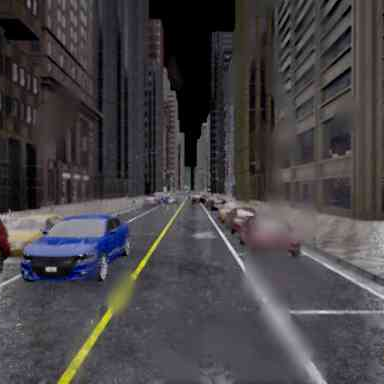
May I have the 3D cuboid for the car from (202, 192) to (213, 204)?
[{"bbox_3d":[2.772,1.161,46.114,1.967,1.590,4.097,0,0,0],"label":"car"}]

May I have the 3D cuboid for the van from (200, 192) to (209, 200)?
[{"bbox_3d":[2.777,0.902,74.207,1.690,1.788,3.998,0,0,0],"label":"van"}]

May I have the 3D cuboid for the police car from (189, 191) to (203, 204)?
[{"bbox_3d":[0.911,1.105,53.284,1.930,1.638,5.238,0,0,0],"label":"police car"}]

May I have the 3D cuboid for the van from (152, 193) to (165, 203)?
[{"bbox_3d":[-5.751,0.998,57.336,1.690,1.788,3.998,0,0,0],"label":"van"}]

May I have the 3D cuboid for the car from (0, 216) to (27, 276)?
[{"bbox_3d":[-5.761,1.272,6.772,2.192,1.841,5.009,0,0,0],"label":"car"}]

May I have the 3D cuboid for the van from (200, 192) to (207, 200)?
[{"bbox_3d":[2.778,0.871,79.825,1.690,1.788,3.998,0,0,0],"label":"van"}]

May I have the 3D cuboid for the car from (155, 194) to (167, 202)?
[{"bbox_3d":[-5.750,1.169,62.956,1.887,1.381,4.507,0,0,0],"label":"car"}]

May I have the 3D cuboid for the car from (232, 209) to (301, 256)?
[{"bbox_3d":[2.765,1.503,12.403,1.802,1.307,4.206,0,0,0],"label":"car"}]

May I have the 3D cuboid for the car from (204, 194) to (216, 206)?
[{"bbox_3d":[2.770,1.298,40.496,1.887,1.381,4.507,0,0,0],"label":"car"}]

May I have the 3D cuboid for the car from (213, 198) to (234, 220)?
[{"bbox_3d":[2.767,1.375,23.809,1.752,1.417,4.829,0,0,0],"label":"car"}]

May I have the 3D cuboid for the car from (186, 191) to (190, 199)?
[{"bbox_3d":[0.018,1.019,87.073,1.994,1.385,4.181,0,0,0],"label":"car"}]

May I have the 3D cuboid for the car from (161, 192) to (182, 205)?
[{"bbox_3d":[-3.072,1.186,50.438,2.128,1.511,4.902,0,0,0],"label":"car"}]

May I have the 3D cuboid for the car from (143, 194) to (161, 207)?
[{"bbox_3d":[-5.753,1.303,46.101,1.802,1.307,4.206,0,0,0],"label":"car"}]

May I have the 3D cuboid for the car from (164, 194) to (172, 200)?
[{"bbox_3d":[-5.746,1.112,79.811,1.802,1.307,4.206,0,0,0],"label":"car"}]

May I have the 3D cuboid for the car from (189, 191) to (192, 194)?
[{"bbox_3d":[0.898,1.078,63.365,1.801,1.575,5.366,0,0,0],"label":"car"}]

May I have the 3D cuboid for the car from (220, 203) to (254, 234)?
[{"bbox_3d":[2.766,1.467,18.021,1.802,1.307,4.206,0,0,0],"label":"car"}]

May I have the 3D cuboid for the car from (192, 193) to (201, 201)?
[{"bbox_3d":[0.867,1.044,69.365,1.801,1.575,5.366,0,0,0],"label":"car"}]

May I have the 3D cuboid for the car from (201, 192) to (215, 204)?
[{"bbox_3d":[2.774,0.971,57.350,2.192,1.841,5.009,0,0,0],"label":"car"}]

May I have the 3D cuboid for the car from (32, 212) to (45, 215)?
[{"bbox_3d":[-5.760,1.447,12.221,1.752,1.417,4.829,0,0,0],"label":"car"}]

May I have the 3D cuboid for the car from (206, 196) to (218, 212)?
[{"bbox_3d":[2.769,1.352,34.877,1.947,1.339,4.313,0,0,0],"label":"car"}]

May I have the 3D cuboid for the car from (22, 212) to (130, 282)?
[{"bbox_3d":[-3.099,1.415,9.805,1.882,1.535,5.008,0,0,0],"label":"car"}]

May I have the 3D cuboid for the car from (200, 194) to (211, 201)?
[{"bbox_3d":[2.776,1.143,68.589,2.008,1.369,4.403,0,0,0],"label":"car"}]

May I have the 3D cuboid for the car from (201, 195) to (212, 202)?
[{"bbox_3d":[2.775,1.190,62.971,1.947,1.339,4.313,0,0,0],"label":"car"}]

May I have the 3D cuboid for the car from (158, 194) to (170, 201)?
[{"bbox_3d":[-5.749,1.158,68.574,1.947,1.339,4.313,0,0,0],"label":"car"}]
